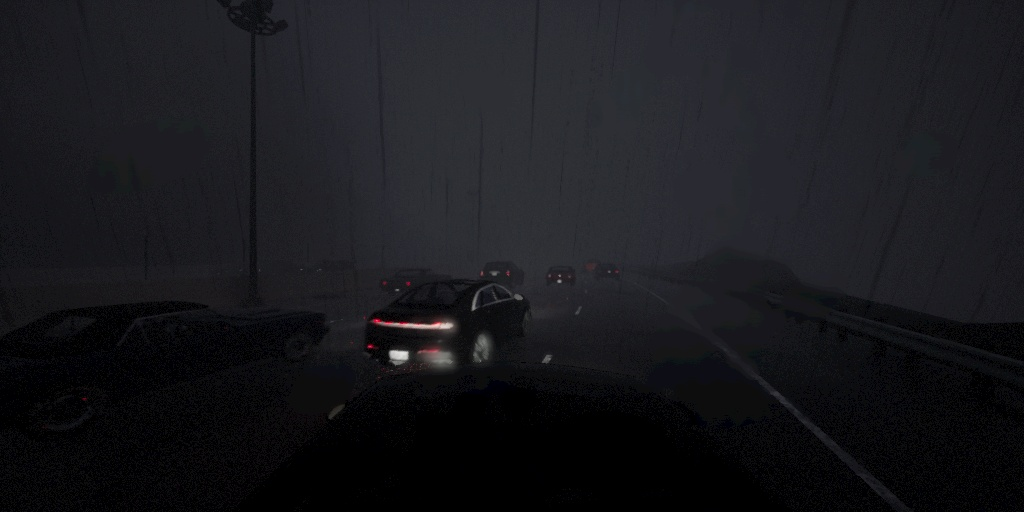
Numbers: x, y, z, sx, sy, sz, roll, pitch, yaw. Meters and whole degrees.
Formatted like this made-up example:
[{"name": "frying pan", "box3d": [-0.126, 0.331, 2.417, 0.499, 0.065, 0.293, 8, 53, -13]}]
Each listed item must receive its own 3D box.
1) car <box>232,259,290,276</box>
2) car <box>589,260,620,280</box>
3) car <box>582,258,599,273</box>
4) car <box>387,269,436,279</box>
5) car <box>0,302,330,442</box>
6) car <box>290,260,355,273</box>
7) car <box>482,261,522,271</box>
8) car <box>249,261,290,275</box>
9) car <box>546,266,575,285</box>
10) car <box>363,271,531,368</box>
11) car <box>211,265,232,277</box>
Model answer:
[{"name": "car", "box3d": [-20.649, 1.102, 30.609, 2.097, 1.767, 4.553, 0, 0, 11]}, {"name": "car", "box3d": [8.074, 1.298, 30.943, 2.033, 1.411, 5.357, 0, 0, 8]}, {"name": "car", "box3d": [9.654, 1.102, 43.185, 2.097, 1.767, 4.553, 0, 0, 6]}, {"name": "car", "box3d": [-4.981, 1.351, 19.404, 1.895, 1.301, 4.718, 0, 0, 14]}, {"name": "car", "box3d": [-5.249, 1.351, 5.464, 1.895, 1.301, 4.718, 0, 0, 18]}, {"name": "car", "box3d": [-14.139, 1.102, 27.510, 2.097, 1.767, 4.553, 0, 0, 11]}, {"name": "car", "box3d": [-0.554, 1.102, 23.186, 2.097, 1.767, 4.553, 0, 0, 13]}, {"name": "car", "box3d": [-17.609, 1.314, 28.012, 1.994, 1.385, 4.181, 0, 0, 12]}, {"name": "car", "box3d": [3.564, 1.351, 25.704, 1.895, 1.301, 4.718, 0, 0, 11]}, {"name": "car", "box3d": [-0.944, 1.241, 7.566, 2.128, 1.511, 4.902, 0, 0, 17]}, {"name": "car", "box3d": [-23.997, 1.314, 31.704, 1.994, 1.385, 4.181, 0, 0, 11]}]
